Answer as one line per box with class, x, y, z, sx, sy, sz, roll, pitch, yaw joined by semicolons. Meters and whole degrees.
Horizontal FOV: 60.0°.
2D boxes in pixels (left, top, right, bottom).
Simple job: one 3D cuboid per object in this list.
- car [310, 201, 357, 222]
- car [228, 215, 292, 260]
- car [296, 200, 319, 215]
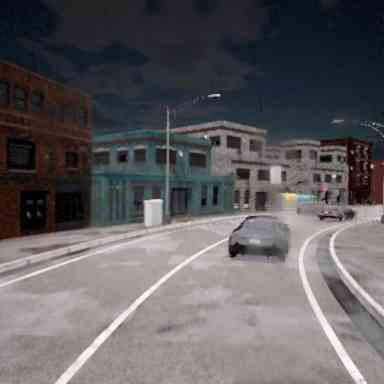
car;12.376;1.691;28.324;2.033;1.411;5.357;2;0;42
car;2.708;1.584;12.728;1.994;1.385;4.181;1;0;19
car;12.298;1.611;33.643;1.837;1.490;4.892;2;0;44
